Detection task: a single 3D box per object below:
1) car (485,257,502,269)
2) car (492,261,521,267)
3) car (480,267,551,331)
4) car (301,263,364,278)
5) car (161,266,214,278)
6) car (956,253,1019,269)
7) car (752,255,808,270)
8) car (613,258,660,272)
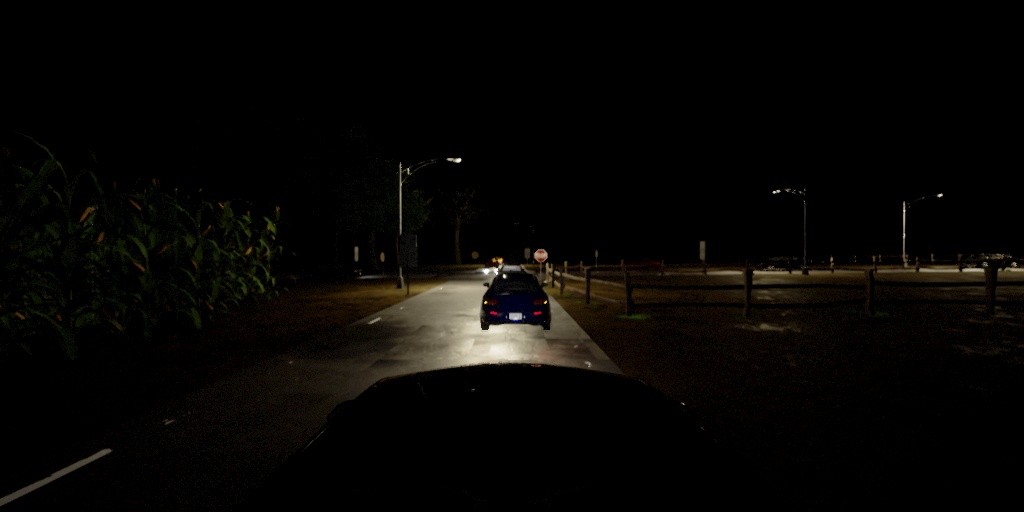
[{"bbox_3d":[-2.803,1.138,50.302,1.895,1.301,4.718,0,0,-1],"label":"car"},{"bbox_3d":[-0.031,1.205,23.353,1.994,1.385,4.181,0,0,-1],"label":"car"},{"bbox_3d":[0.097,1.226,10.674,1.812,1.442,4.674,0,0,0],"label":"car"},{"bbox_3d":[-17.214,1.340,34.409,5.357,1.411,2.033,-1,1,0],"label":"car"},{"bbox_3d":[-31.173,1.427,34.468,5.008,1.535,1.882,0,1,0],"label":"car"},{"bbox_3d":[48.802,0.491,36.825,4.892,1.490,1.837,0,1,1],"label":"car"},{"bbox_3d":[27.635,0.707,37.049,5.008,1.535,1.882,-1,1,0],"label":"car"},{"bbox_3d":[12.888,0.928,37.170,4.674,1.442,1.812,-1,1,2],"label":"car"}]
